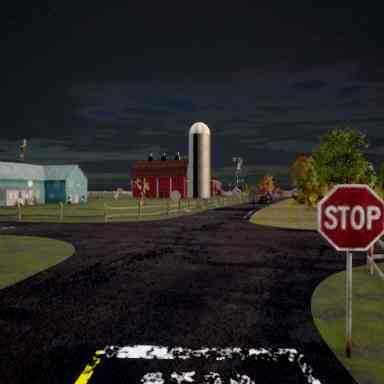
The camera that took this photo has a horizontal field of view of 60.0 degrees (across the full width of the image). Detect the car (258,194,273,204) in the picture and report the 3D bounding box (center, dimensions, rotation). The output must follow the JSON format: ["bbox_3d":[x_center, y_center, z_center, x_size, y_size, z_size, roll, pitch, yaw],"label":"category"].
[{"bbox_3d":[13.698,1.511,63.050,1.837,1.490,4.892,0,0,19],"label":"car"}]

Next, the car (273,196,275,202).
[{"bbox_3d":[17.041,1.226,72.891,2.097,1.767,4.553,0,0,19],"label":"car"}]
